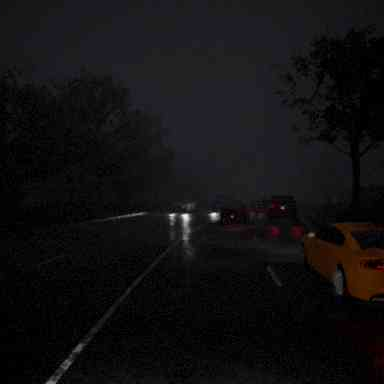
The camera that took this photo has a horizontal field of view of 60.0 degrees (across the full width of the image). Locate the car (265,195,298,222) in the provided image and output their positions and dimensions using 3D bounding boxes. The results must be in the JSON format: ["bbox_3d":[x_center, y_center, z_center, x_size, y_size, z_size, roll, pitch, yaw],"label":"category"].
[{"bbox_3d":[7.297,1.255,26.875,2.150,2.045,5.566,0,0,15],"label":"car"}]

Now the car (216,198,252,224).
[{"bbox_3d":[3.238,1.494,24.846,1.882,1.535,5.008,0,0,12],"label":"car"}]

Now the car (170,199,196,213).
[{"bbox_3d":[-0.864,1.523,36.826,1.812,1.442,4.674,0,0,19],"label":"car"}]

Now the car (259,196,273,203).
[{"bbox_3d":[16.333,1.583,73.509,1.994,1.385,4.181,0,0,29],"label":"car"}]

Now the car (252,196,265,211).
[{"bbox_3d":[8.631,1.532,41.862,2.128,1.511,4.902,0,0,21],"label":"car"}]

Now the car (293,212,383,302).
[{"bbox_3d":[4.122,1.492,8.293,1.882,1.535,5.008,0,0,5],"label":"car"}]

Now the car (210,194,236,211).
[{"bbox_3d":[3.932,1.239,40.067,2.150,2.045,5.566,0,0,21],"label":"car"}]
